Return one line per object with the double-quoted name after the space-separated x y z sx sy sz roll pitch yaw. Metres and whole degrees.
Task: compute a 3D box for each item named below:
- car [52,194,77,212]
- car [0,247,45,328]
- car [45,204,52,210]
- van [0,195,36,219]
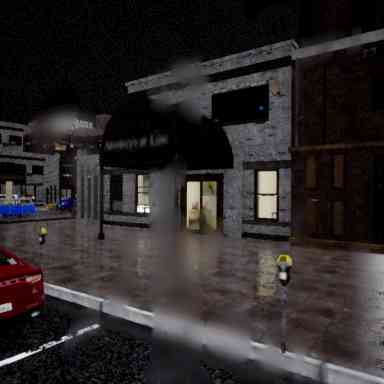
-13.906 1.284 41.228 2.150 2.045 5.566 0 0 36 "car"
-4.531 1.544 6.099 4.507 1.381 1.887 0 0 35 "car"
-16.227 1.569 42.442 1.752 1.417 4.829 0 0 35 "car"
-15.623 1.413 28.713 1.690 1.788 3.998 0 0 35 "van"
